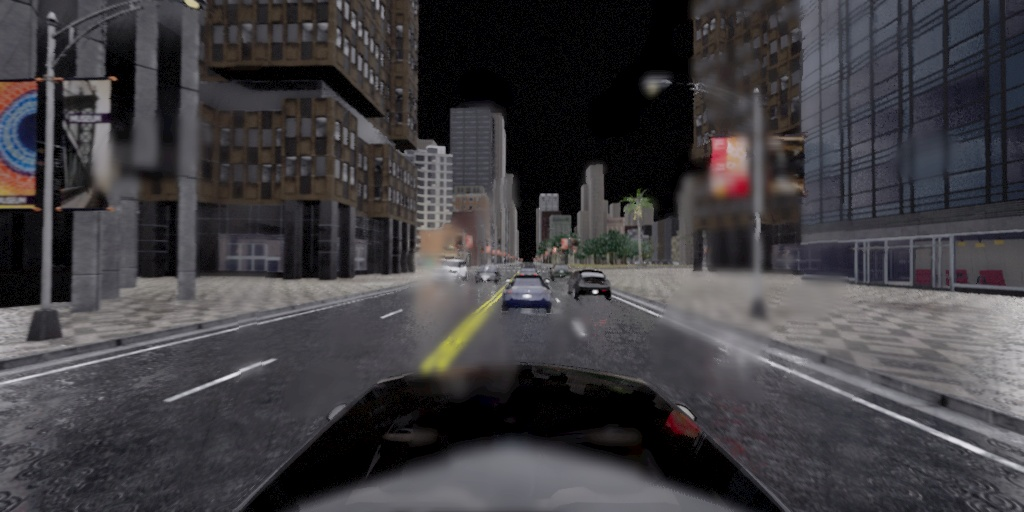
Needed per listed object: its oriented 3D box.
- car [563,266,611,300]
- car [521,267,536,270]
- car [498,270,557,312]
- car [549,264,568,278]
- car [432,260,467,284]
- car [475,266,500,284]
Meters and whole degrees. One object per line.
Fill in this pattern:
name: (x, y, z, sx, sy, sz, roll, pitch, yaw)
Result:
car: (4.129, 1.509, 19.673, 1.837, 1.490, 4.892, 0, -1, 3)
car: (1.533, 1.718, 33.665, 2.033, 1.411, 5.357, 0, -1, 3)
car: (0.668, 1.493, 15.328, 1.994, 1.385, 4.181, 0, -1, 3)
car: (4.944, 1.584, 37.007, 2.097, 1.767, 4.553, 0, -1, 3)
car: (-5.285, 1.323, 31.215, 2.150, 2.045, 5.566, 0, -1, 3)
car: (-2.033, 1.611, 31.179, 2.128, 1.511, 4.902, 0, -1, 3)
